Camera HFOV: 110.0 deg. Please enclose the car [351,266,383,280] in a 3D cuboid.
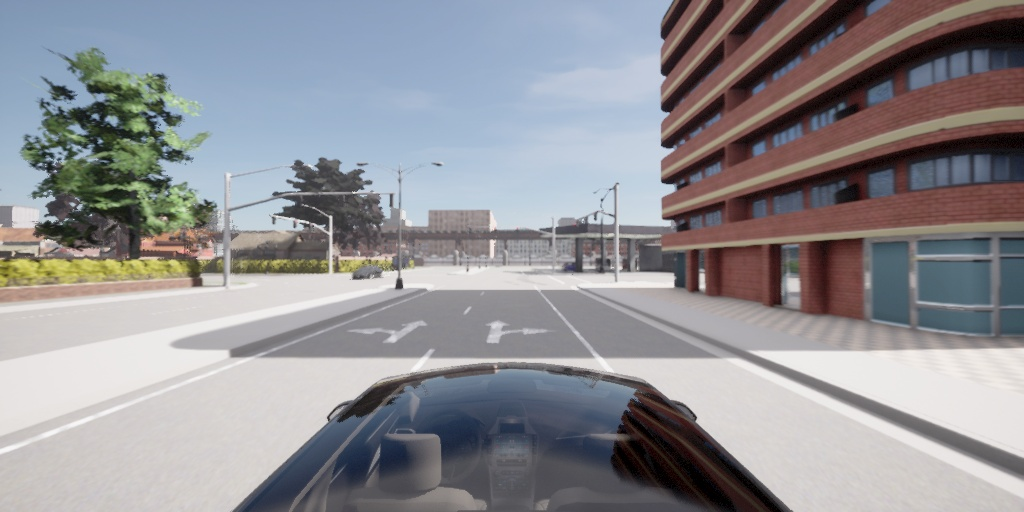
[{"bbox_3d":[-15.005,1.806,37.480,1.837,1.490,4.892,0,0,0],"label":"car"}]
